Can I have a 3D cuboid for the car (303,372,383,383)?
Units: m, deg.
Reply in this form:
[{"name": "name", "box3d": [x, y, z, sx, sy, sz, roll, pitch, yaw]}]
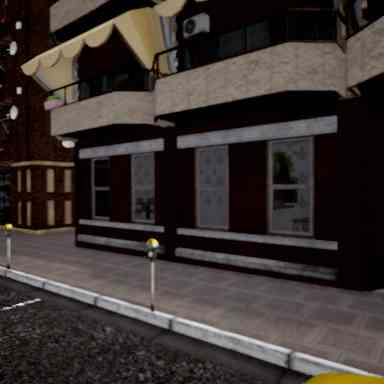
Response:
[{"name": "car", "box3d": [2.397, 1.486, 1.013, 4.829, 1.417, 1.752, -1, 1, 38]}]
